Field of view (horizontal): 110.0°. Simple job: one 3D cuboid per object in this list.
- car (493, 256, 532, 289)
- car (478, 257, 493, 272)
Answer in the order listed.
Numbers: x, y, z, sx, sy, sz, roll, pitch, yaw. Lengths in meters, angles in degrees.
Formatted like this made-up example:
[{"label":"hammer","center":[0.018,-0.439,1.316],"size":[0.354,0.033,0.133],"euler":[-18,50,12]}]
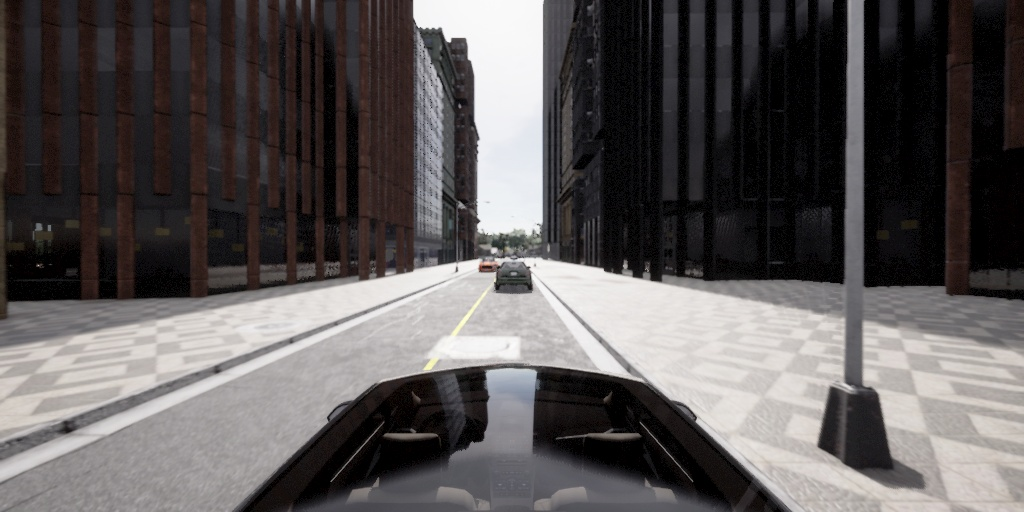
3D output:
[{"label":"car","center":[0.115,1.039,22.305],"size":[2.097,1.767,4.553],"euler":[0,0,0]},{"label":"car","center":[-2.779,0.966,42.477],"size":[2.097,1.767,4.553],"euler":[0,0,1]}]
